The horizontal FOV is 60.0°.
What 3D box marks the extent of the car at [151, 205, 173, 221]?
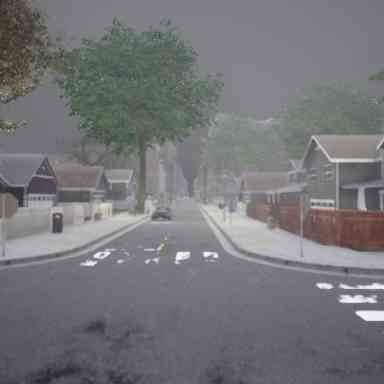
[{"bbox_3d":[-2.764,1.974,32.019,2.033,1.411,5.357,0,-1,0],"label":"car"}]
